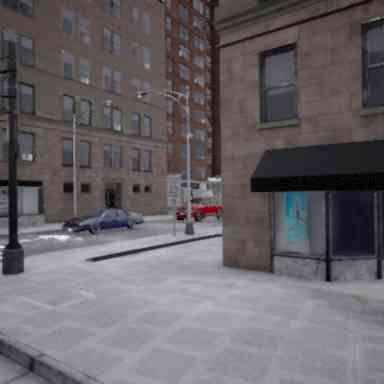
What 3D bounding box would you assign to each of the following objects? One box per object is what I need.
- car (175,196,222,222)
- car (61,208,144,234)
[{"bbox_3d":[0.761,1.382,28.611,2.150,2.045,5.566,-1,-1,36],"label":"car"},{"bbox_3d":[-5.207,1.669,20.264,2.033,1.411,5.357,-1,-1,32],"label":"car"}]
